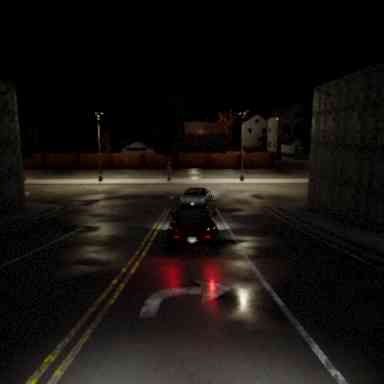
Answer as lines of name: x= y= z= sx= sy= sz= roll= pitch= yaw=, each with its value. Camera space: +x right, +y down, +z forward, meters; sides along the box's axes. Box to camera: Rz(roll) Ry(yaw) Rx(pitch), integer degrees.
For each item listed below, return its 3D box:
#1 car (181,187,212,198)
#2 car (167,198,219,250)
car: x=0.453 y=0.285 z=26.395 sx=1.895 sy=1.301 sz=4.718 roll=1 pitch=8 yaw=10
car: x=0.048 y=1.253 z=13.167 sx=1.812 sy=1.442 sz=4.674 roll=0 pitch=3 yaw=1
